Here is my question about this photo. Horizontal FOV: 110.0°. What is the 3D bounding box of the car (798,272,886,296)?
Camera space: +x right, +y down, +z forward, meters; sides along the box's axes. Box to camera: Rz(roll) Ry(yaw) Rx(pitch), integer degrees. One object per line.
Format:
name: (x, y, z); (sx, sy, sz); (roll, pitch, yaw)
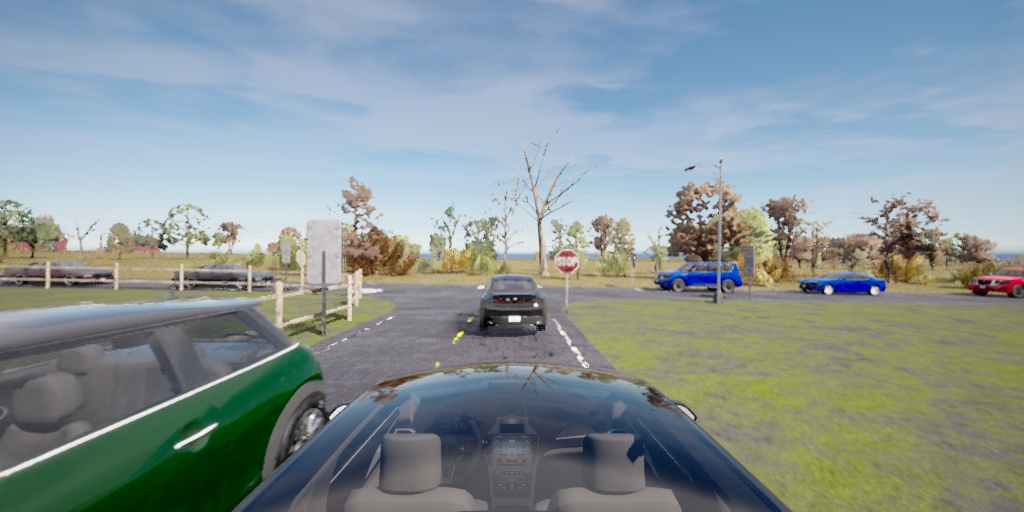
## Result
car: (22.655, 1.861, 24.715); (5.008, 1.535, 1.882); (1, 0, 0)

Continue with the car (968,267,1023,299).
car: (35.201, 1.822, 24.676); (5.566, 2.045, 2.150); (1, 0, 1)

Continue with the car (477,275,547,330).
car: (-0.039, 1.349, 11.419); (1.837, 1.490, 4.892); (0, 0, -3)

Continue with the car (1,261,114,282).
car: (-27.526, 1.017, 21.891); (5.357, 1.411, 2.033); (1, 0, 0)

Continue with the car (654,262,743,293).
car: (12.795, 1.429, 24.747); (5.566, 2.045, 2.150); (1, 0, 0)

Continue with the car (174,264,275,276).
car: (-17.458, 1.209, 21.869); (5.357, 1.411, 2.033); (1, 0, 0)

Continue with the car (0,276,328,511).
car: (-2.824, 1.100, 1.545); (2.097, 1.767, 4.553); (0, -1, 0)
